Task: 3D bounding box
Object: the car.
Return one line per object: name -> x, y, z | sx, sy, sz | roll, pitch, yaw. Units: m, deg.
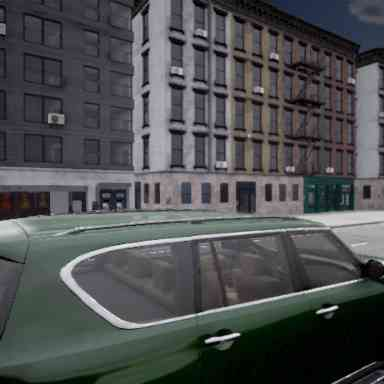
car -> 0.486, 1.219, 3.651 | 5.566, 2.045, 2.150 | 0, 0, -34
